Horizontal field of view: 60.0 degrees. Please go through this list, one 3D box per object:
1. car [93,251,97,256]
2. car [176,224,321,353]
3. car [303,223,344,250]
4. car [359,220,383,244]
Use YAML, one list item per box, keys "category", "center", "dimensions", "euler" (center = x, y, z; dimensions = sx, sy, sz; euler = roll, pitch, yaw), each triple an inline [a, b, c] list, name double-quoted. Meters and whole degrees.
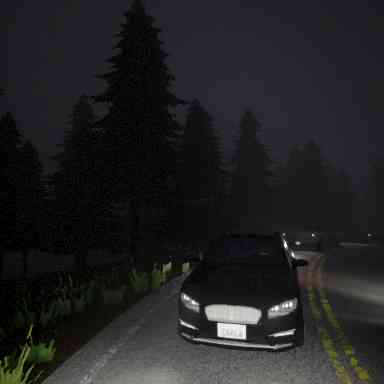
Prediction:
- category: "car"
  center: [-20.286, 13.650, 72.958]
  dimensions: [4.181, 1.381, 1.994]
  euler: [-2, -5, 31]
- category: "car"
  center: [1.131, 1.561, 6.596]
  dimensions: [2.128, 1.511, 4.902]
  euler: [-1, -2, 15]
- category: "car"
  center: [6.483, 2.307, 17.676]
  dimensions: [1.895, 1.301, 4.718]
  euler: [-3, -6, 39]
- category: "car"
  center: [15.819, 3.223, 26.452]
  dimensions: [5.566, 2.045, 2.150]
  euler: [8, -8, -28]
